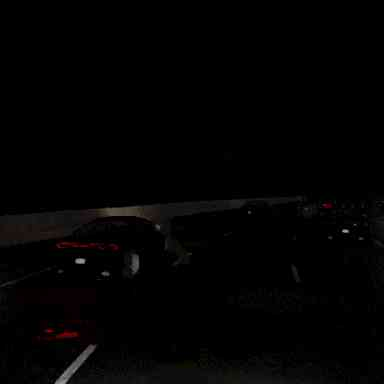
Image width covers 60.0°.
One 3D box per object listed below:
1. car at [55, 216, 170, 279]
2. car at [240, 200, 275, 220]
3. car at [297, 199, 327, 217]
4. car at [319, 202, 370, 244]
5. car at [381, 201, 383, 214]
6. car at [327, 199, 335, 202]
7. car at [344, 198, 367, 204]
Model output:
[{"bbox_3d":[-2.114,1.477,10.253,1.882,1.535,5.008,0,0,12],"label":"car"},{"bbox_3d":[5.760,1.477,28.738,1.882,1.535,5.008,0,0,28],"label":"car"},{"bbox_3d":[11.172,1.563,31.253,1.994,1.385,4.181,0,0,28],"label":"car"},{"bbox_3d":[7.331,1.477,16.077,1.882,1.535,5.008,0,0,23],"label":"car"},{"bbox_3d":[21.358,1.352,35.275,2.097,1.767,4.553,0,0,29],"label":"car"},{"bbox_3d":[16.874,1.564,41.620,1.994,1.385,4.181,0,0,29],"label":"car"},{"bbox_3d":[15.689,1.352,32.242,2.097,1.767,4.553,0,0,28],"label":"car"}]
